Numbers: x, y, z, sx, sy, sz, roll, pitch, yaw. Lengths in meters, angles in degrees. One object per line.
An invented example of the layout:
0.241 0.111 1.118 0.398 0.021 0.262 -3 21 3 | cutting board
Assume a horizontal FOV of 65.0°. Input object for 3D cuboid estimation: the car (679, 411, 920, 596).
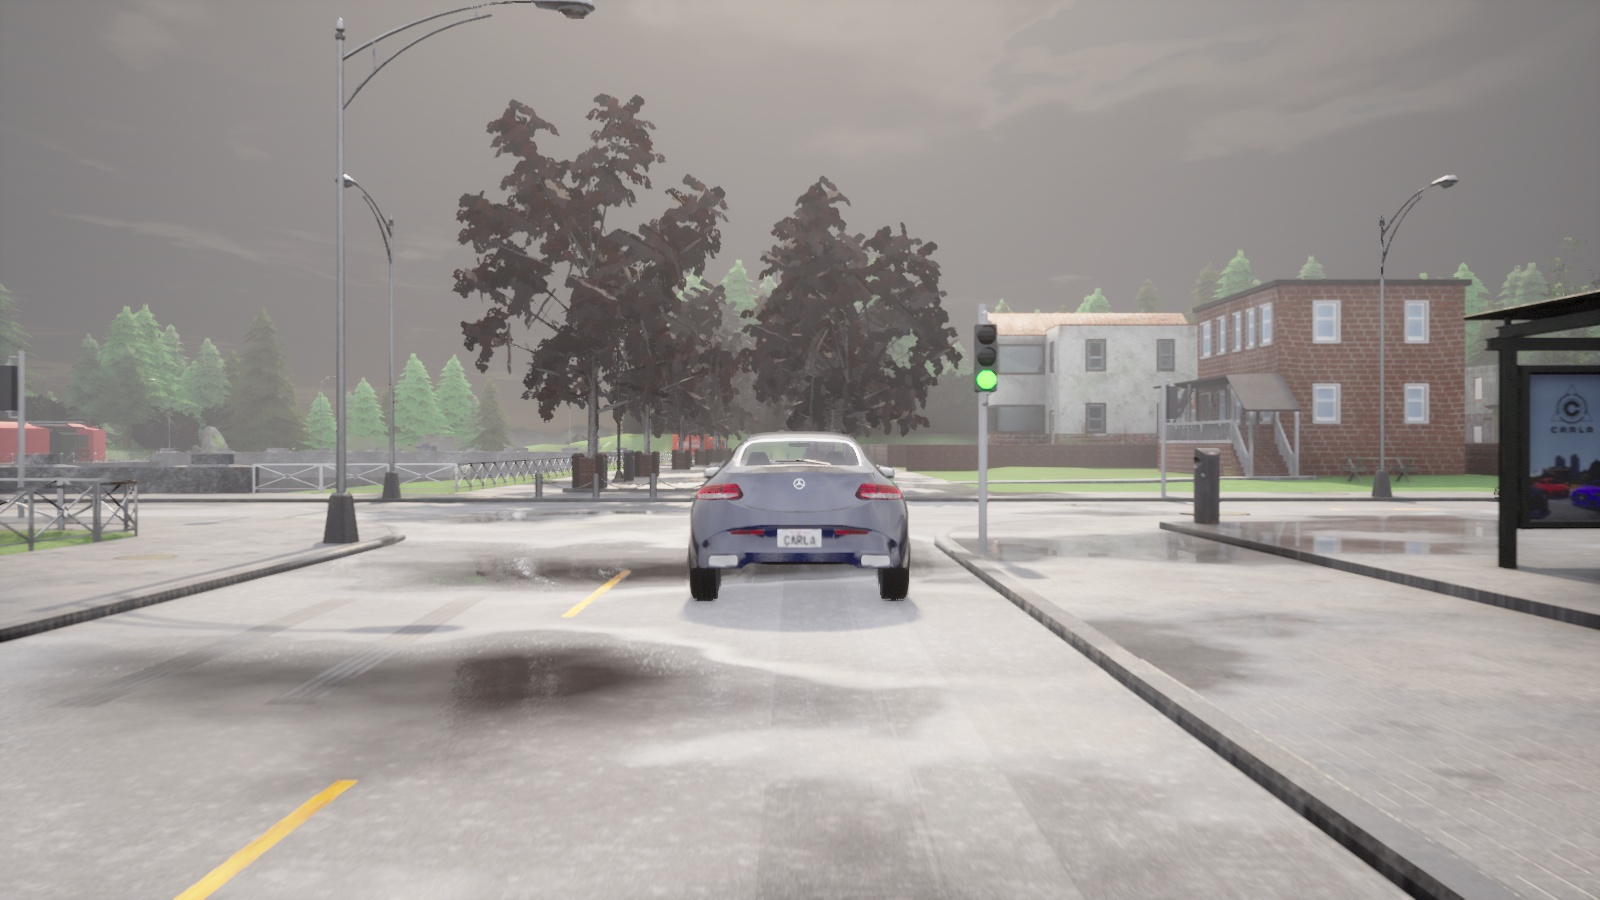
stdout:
-0.007 0.470 13.707 2.152 1.651 5.027 0 0 0 | car
